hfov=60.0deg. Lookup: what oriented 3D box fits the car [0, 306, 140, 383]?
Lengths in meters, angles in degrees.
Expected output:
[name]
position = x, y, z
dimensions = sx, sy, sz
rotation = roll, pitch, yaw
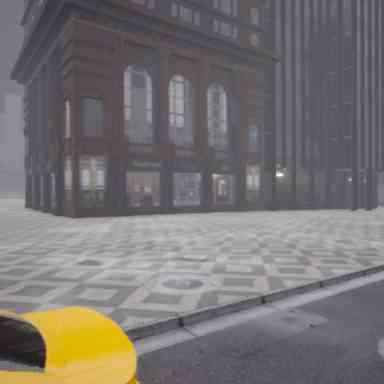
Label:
[car]
position = -2.644, 1.477, 1.492
dimensions = 5.008, 1.535, 1.882
rotation = 0, 0, -35
